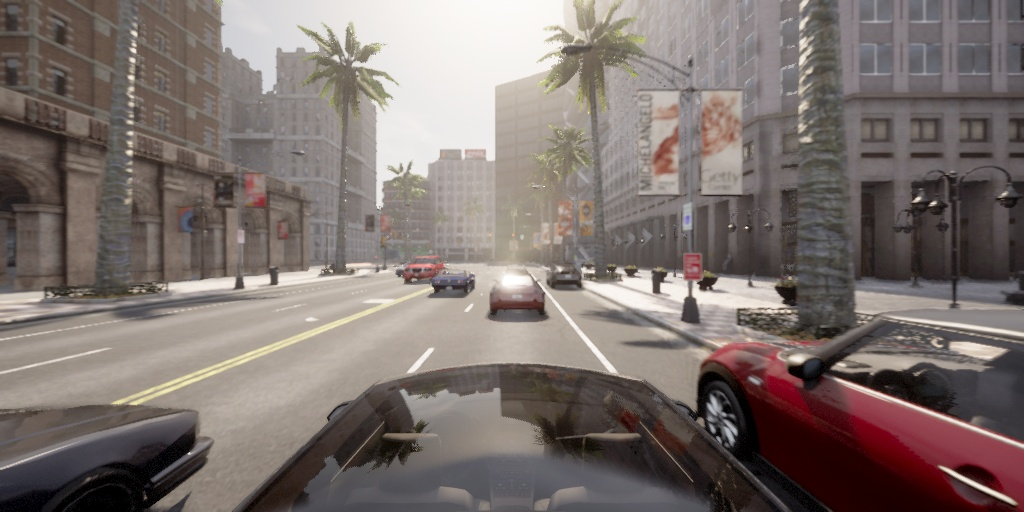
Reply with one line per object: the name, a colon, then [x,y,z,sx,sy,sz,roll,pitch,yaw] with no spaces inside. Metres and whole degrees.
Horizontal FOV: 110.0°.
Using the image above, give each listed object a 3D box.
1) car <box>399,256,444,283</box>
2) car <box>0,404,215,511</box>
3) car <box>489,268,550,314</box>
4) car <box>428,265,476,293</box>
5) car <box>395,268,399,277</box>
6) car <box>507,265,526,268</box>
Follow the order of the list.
car: [-6.815,1.001,28.465,2.150,2.045,5.566,0,0,1]
car: [-3.402,1.296,0.472,2.033,1.411,5.357,0,0,0]
car: [0.204,1.327,13.939,1.994,1.385,4.181,0,0,1]
car: [-3.220,1.372,20.709,1.895,1.301,4.718,0,0,1]
car: [-10.166,1.336,36.486,2.033,1.411,5.357,0,0,1]
car: [0.389,1.383,30.595,1.895,1.301,4.718,0,0,1]
